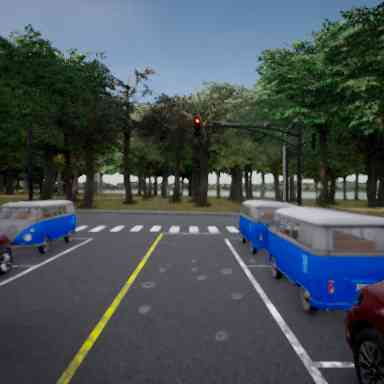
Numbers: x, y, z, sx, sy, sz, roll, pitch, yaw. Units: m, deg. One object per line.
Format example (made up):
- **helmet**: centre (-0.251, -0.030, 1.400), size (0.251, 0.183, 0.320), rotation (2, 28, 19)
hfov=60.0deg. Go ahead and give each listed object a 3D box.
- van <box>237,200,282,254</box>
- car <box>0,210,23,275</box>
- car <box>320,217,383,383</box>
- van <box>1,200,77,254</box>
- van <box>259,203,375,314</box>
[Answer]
- **van**: centre (2.762, 1.224, 12.621), size (1.690, 1.788, 3.998), rotation (0, 1, 0)
- **car**: centre (-5.764, 1.373, 7.185), size (1.967, 1.590, 4.097), rotation (0, 1, 0)
- **car**: centre (2.761, 1.298, 1.746), size (2.192, 1.841, 5.009), rotation (0, 1, 0)
- **van**: centre (-5.763, 1.224, 12.622), size (1.690, 1.788, 3.998), rotation (0, 1, 0)
- **van**: centre (2.761, 1.274, 7.184), size (1.690, 1.788, 3.998), rotation (0, 1, 0)
